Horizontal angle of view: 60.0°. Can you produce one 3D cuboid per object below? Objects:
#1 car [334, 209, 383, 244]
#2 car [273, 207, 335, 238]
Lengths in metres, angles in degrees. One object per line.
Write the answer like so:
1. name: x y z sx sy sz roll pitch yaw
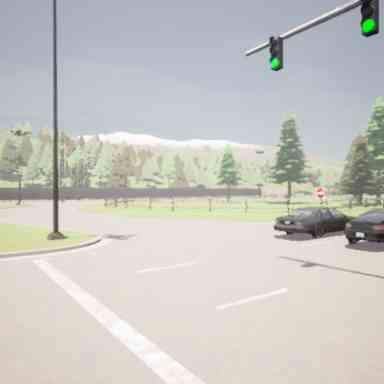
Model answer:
1. car: 8.224 1.442 13.909 4.674 1.442 1.812 0 0 -35
2. car: 6.485 1.462 16.968 5.357 1.411 2.033 0 0 -35
